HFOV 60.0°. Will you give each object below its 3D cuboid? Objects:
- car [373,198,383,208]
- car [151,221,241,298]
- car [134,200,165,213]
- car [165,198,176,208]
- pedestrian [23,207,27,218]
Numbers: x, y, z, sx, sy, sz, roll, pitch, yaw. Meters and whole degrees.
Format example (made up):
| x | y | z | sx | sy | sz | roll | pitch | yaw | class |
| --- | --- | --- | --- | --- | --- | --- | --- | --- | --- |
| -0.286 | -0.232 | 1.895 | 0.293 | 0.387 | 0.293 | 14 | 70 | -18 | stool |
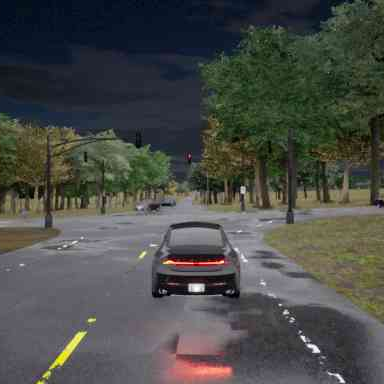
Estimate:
| x | y | z | sx | sy | sz | roll | pitch | yaw | class |
| --- | --- | --- | --- | --- | --- | --- | --- | --- | --- |
| 19.525 | 0.784 | 30.819 | 4.718 | 1.301 | 1.895 | -2 | -1 | 2 | car |
| 0.084 | 1.508 | 8.517 | 1.837 | 1.490 | 4.892 | 0 | 0 | 0 | car |
| -5.406 | 1.733 | 40.644 | 2.128 | 1.511 | 4.902 | 0 | -1 | 14 | car |
| -4.386 | 2.168 | 59.464 | 1.895 | 1.301 | 4.718 | 0 | -1 | -1 | car |
| -18.108 | 2.202 | 36.112 | 0.375 | 1.300 | 0.375 | 0 | 1 | 2 | pedestrian |
